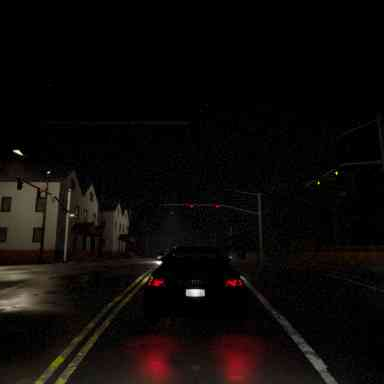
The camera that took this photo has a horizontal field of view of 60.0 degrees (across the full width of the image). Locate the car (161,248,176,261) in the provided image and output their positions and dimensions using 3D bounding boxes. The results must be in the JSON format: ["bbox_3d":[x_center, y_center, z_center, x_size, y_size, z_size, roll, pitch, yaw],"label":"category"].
[{"bbox_3d":[-3.597,9.723,51.667,2.097,1.767,4.553,0,-11,0],"label":"car"}]

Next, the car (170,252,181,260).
[{"bbox_3d":[-3.513,13.700,71.346,2.128,1.511,4.902,0,-11,0],"label":"car"}]

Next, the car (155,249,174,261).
[{"bbox_3d":[-3.595,8.371,43.934,2.128,1.511,4.902,0,-11,0],"label":"car"}]

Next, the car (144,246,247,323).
[{"bbox_3d":[0.071,1.985,7.898,1.994,1.385,4.181,0,-7,0],"label":"car"}]

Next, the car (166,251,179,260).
[{"bbox_3d":[-3.573,11.755,61.456,2.128,1.511,4.902,0,-11,0],"label":"car"}]
